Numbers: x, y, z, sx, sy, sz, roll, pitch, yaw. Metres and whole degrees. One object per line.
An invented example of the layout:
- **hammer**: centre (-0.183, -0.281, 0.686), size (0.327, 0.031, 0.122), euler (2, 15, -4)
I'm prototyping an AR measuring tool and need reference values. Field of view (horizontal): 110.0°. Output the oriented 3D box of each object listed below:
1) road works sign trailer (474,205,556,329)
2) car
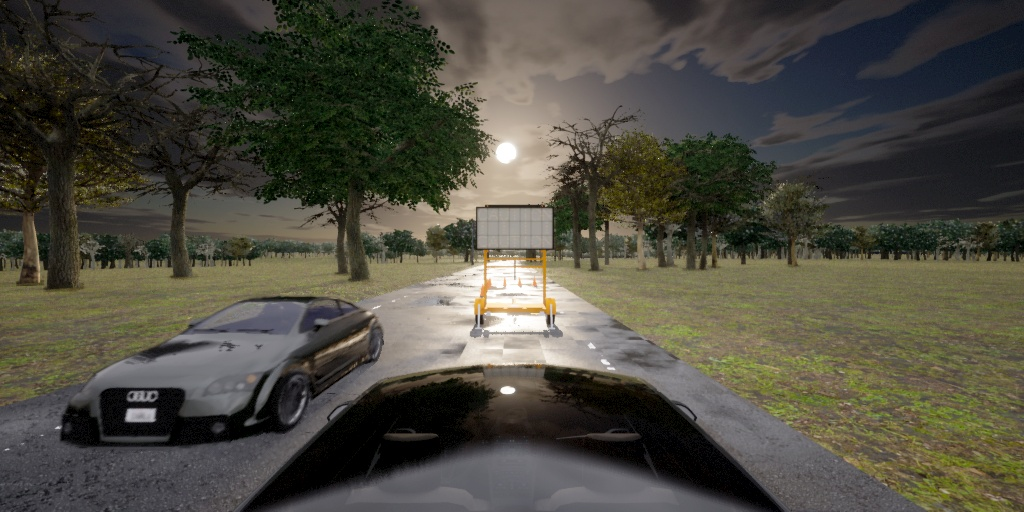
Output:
- **road works sign trailer**: centre (0.089, 0.211, 11.181), size (2.380, 3.560, 2.880), euler (0, 0, 0)
- **car**: centre (-3.499, 1.312, 5.372), size (1.994, 1.385, 4.181), euler (0, 0, 0)
